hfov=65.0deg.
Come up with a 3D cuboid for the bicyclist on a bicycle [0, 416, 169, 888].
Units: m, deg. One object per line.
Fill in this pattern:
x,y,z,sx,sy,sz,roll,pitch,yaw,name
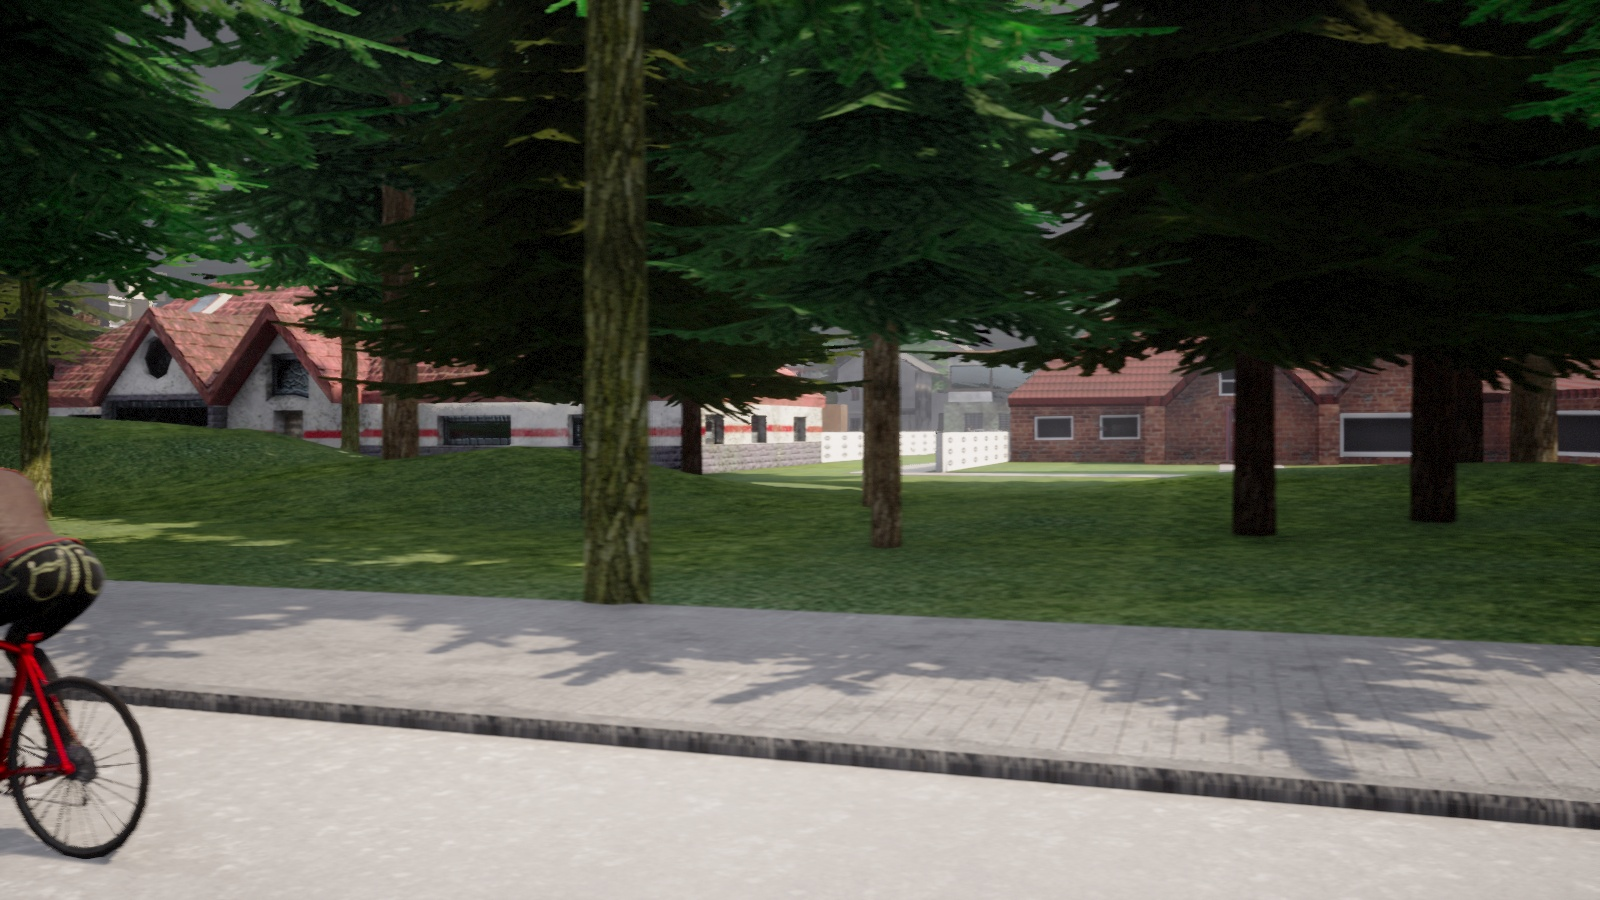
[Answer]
-3.322,0.689,4.838,1.656,1.620,0.582,0,1,19,bicyclist on a bicycle
